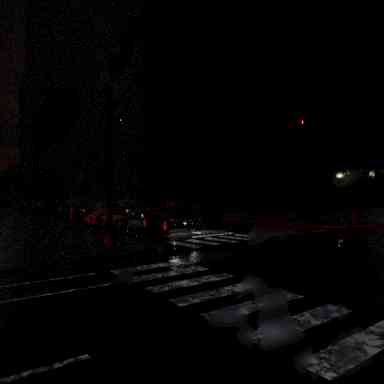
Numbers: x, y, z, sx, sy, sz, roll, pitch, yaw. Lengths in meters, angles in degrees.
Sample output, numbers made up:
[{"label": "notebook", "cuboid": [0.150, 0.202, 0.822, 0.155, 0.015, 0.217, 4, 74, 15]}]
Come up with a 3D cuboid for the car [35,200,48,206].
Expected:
[{"label": "car", "cuboid": [-37.740, 2.710, 83.434, 2.008, 1.369, 4.403, -1, 0, -35]}]

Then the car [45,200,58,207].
[{"label": "car", "cuboid": [-31.710, 2.595, 74.954, 1.947, 1.339, 4.313, -1, 0, -35]}]

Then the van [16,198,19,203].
[{"label": "van", "cuboid": [-26.157, 2.123, 52.427, 1.690, 1.788, 3.998, -1, 0, -35]}]

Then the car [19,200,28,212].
[{"label": "car", "cuboid": [-23.324, 2.157, 48.445, 1.967, 1.590, 4.097, -1, 0, -35]}]

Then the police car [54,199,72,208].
[{"label": "police car", "cuboid": [-25.432, 2.307, 65.456, 1.930, 1.638, 5.238, 0, -1, -35]}]

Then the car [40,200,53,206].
[{"label": "car", "cuboid": [-34.726, 2.660, 79.195, 1.947, 1.339, 4.313, -1, 0, -35]}]

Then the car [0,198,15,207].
[{"label": "car", "cuboid": [-41.268, 2.666, 73.684, 1.887, 1.381, 4.507, -1, 0, -35]}]

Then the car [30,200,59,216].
[{"label": "car", "cuboid": [-17.664, 1.901, 40.482, 2.192, 1.841, 5.009, -1, 0, -35]}]

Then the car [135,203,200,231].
[{"label": "car", "cuboid": [-1.807, 1.759, 22.839, 1.837, 1.490, 4.892, 0, -1, -35]}]

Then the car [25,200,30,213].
[{"label": "car", "cuboid": [-20.491, 2.196, 44.463, 1.887, 1.381, 4.507, -1, 0, -35]}]

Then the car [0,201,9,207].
[{"label": "car", "cuboid": [-44.383, 2.771, 78.066, 1.802, 1.307, 4.206, -1, 0, -35]}]

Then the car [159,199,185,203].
[{"label": "car", "cuboid": [-2.327, 1.669, 33.637, 2.192, 1.841, 5.009, -1, 0, -35]}]

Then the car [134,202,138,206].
[{"label": "car", "cuboid": [-7.404, 2.034, 36.189, 1.895, 1.301, 4.718, 0, -1, -35]}]

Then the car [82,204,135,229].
[{"label": "car", "cuboid": [-6.236, 1.843, 24.416, 1.752, 1.417, 4.829, -1, 0, -35]}]

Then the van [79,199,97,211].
[{"label": "van", "cuboid": [-17.042, 2.038, 54.383, 1.690, 1.788, 3.998, -1, 0, -35]}]

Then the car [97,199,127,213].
[{"label": "car", "cuboid": [-11.156, 1.875, 46.084, 2.192, 1.841, 5.009, -1, 0, -35]}]

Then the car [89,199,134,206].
[{"label": "car", "cuboid": [-7.565, 1.741, 30.900, 2.097, 1.767, 4.553, 0, -1, -35]}]

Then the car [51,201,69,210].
[{"label": "car", "cuboid": [-23.181, 2.304, 58.380, 1.837, 1.490, 4.892, 0, 0, -35]}]

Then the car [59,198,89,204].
[{"label": "car", "cuboid": [-13.723, 1.755, 39.576, 2.150, 2.045, 5.566, 0, -1, -35]}]

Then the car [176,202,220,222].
[{"label": "car", "cuboid": [0.622, 1.829, 29.487, 1.887, 1.381, 4.507, -1, 0, -35]}]

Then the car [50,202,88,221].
[{"label": "car", "cuboid": [-11.996, 2.004, 32.518, 2.008, 1.369, 4.403, -1, 0, -35]}]
